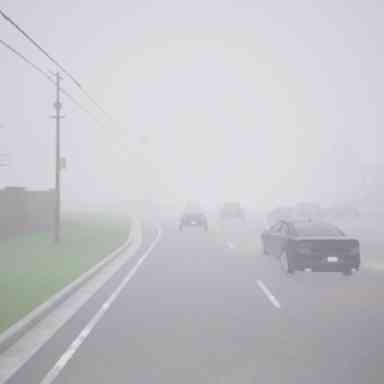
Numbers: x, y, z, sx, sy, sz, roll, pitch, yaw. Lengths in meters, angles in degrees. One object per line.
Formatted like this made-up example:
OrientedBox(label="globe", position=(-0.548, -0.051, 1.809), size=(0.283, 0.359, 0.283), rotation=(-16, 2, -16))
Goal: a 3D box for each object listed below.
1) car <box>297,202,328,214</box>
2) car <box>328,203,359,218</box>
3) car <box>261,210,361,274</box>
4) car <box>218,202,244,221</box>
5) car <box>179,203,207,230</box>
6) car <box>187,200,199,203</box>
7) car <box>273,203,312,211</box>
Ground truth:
OrientedBox(label="car", position=(10.590, 1.681, 31.311), size=(2.097, 1.767, 4.553), rotation=(0, -1, 0))
OrientedBox(label="car", position=(14.090, 1.829, 31.810), size=(2.128, 1.511, 4.902), rotation=(0, 0, 0))
OrientedBox(label="car", position=(3.597, 1.594, 10.986), size=(1.882, 1.535, 5.008), rotation=(0, -1, 0))
OrientedBox(label="car", position=(3.590, 1.679, 31.358), size=(2.097, 1.767, 4.553), rotation=(0, -1, 0))
OrientedBox(label="car", position=(0.093, 1.766, 23.145), size=(1.812, 1.442, 4.674), rotation=(0, 0, 0))
OrientedBox(label="car", position=(0.087, 1.797, 42.476), size=(2.097, 1.767, 4.553), rotation=(0, -1, 0))
OrientedBox(label="car", position=(7.093, 1.816, 25.569), size=(2.033, 1.411, 5.357), rotation=(0, -1, 0))
